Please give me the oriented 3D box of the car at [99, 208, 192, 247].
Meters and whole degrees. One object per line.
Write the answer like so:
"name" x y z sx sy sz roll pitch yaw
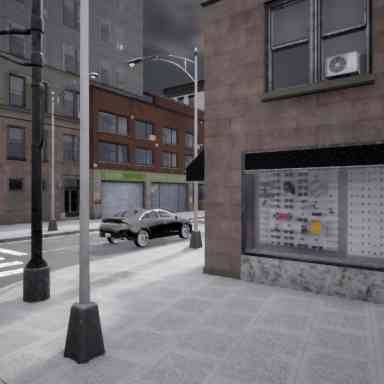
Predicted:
"car" -1.876 1.459 14.950 2.128 1.511 4.902 0 0 35
